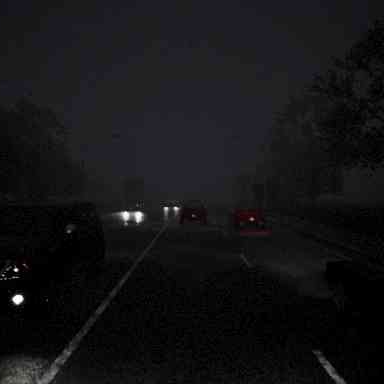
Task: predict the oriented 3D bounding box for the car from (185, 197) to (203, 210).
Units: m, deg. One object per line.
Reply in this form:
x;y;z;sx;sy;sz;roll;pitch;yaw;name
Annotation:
0.300;1.491;42.960;2.128;1.511;4.902;0;0;1;car

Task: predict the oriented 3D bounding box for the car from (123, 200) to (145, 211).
-6.956;1.600;40.394;1.895;1.301;4.718;0;0;1;car

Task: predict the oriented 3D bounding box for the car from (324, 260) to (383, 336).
3.600;1.601;4.644;1.895;1.301;4.718;0;0;0;car

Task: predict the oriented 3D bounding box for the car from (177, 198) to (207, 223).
0.106;1.477;25.318;1.882;1.535;5.008;0;0;0;car

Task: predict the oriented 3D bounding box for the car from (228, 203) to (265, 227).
3.604;1.477;22.563;1.882;1.535;5.008;0;0;0;car

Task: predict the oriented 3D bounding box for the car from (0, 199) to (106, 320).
-3.600;1.222;7.668;2.150;2.045;5.566;0;0;0;car

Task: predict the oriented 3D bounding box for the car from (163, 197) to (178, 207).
-3.098;1.524;50.397;1.812;1.442;4.674;0;0;3;car
